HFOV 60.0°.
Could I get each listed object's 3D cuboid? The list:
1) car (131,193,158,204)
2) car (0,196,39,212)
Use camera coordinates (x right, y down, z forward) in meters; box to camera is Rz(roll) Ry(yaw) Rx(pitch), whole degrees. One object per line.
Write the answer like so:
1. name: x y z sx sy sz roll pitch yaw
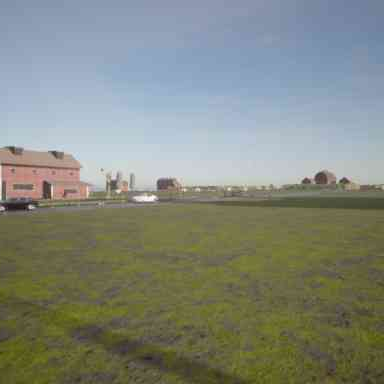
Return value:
1. car: -7.009 0.943 49.454 1.812 1.442 4.674 1 1 36
2. car: -18.254 1.206 33.979 1.837 1.490 4.892 1 1 36
